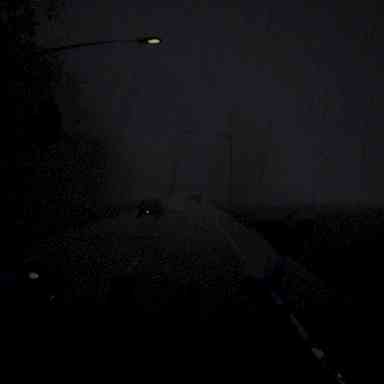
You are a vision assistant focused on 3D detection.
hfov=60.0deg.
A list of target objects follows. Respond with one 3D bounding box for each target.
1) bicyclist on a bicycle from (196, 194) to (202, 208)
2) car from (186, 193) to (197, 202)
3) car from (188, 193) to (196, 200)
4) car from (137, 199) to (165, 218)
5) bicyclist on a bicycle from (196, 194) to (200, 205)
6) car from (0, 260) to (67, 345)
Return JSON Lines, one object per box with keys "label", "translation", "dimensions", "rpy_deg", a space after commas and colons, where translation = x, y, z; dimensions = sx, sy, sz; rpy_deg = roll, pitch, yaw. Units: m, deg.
{"label": "bicyclist on a bicycle", "translation": [0.937, 1.131, 41.157], "dimensions": [0.659, 1.776, 1.843], "rpy_deg": [0, 1, 0]}
{"label": "car", "translation": [-0.039, 0.985, 62.974], "dimensions": [2.097, 1.767, 4.553], "rpy_deg": [0, 0, 0]}
{"label": "car", "translation": [-0.052, 1.055, 76.917], "dimensions": [1.837, 1.490, 4.892], "rpy_deg": [0, 0, 0]}
{"label": "car", "translation": [-3.420, 1.327, 28.136], "dimensions": [2.128, 1.511, 4.902], "rpy_deg": [0, 0, 0]}
{"label": "bicyclist on a bicycle", "translation": [0.930, 1.162, 49.947], "dimensions": [0.582, 1.620, 1.656], "rpy_deg": [0, 0, 0]}
{"label": "car", "translation": [-3.403, 1.522, 4.168], "dimensions": [2.033, 1.411, 5.357], "rpy_deg": [0, 0, 0]}
